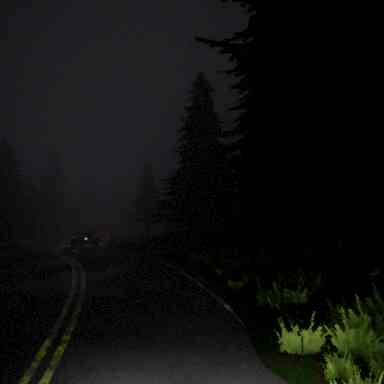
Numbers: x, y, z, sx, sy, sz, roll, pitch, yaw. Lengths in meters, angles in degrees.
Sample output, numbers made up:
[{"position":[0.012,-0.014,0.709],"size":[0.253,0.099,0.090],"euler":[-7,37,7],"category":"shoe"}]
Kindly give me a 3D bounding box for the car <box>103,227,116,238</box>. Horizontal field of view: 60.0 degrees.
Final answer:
[{"position":[-10.912,5.157,41.954],"size":[2.097,1.767,4.553],"euler":[0,-6,-2],"category":"car"}]

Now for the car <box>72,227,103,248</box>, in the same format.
[{"position":[-8.319,3.595,25.935],"size":[1.994,1.385,4.181],"euler":[0,-6,-19],"category":"car"}]
